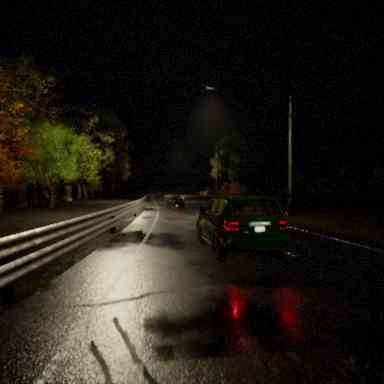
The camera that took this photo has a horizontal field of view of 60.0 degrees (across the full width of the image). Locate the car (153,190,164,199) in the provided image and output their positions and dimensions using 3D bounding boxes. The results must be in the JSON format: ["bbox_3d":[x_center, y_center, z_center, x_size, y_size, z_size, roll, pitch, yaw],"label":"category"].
[{"bbox_3d":[-7.578,0.764,78.955,1.837,1.490,4.892,0,1,-8],"label":"car"}]

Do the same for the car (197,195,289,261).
[{"bbox_3d":[1.580,1.128,12.146,2.150,2.045,5.566,0,0,-8],"label":"car"}]

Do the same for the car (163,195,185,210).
[{"bbox_3d":[-1.946,1.174,37.878,1.837,1.490,4.892,0,1,-8],"label":"car"}]
